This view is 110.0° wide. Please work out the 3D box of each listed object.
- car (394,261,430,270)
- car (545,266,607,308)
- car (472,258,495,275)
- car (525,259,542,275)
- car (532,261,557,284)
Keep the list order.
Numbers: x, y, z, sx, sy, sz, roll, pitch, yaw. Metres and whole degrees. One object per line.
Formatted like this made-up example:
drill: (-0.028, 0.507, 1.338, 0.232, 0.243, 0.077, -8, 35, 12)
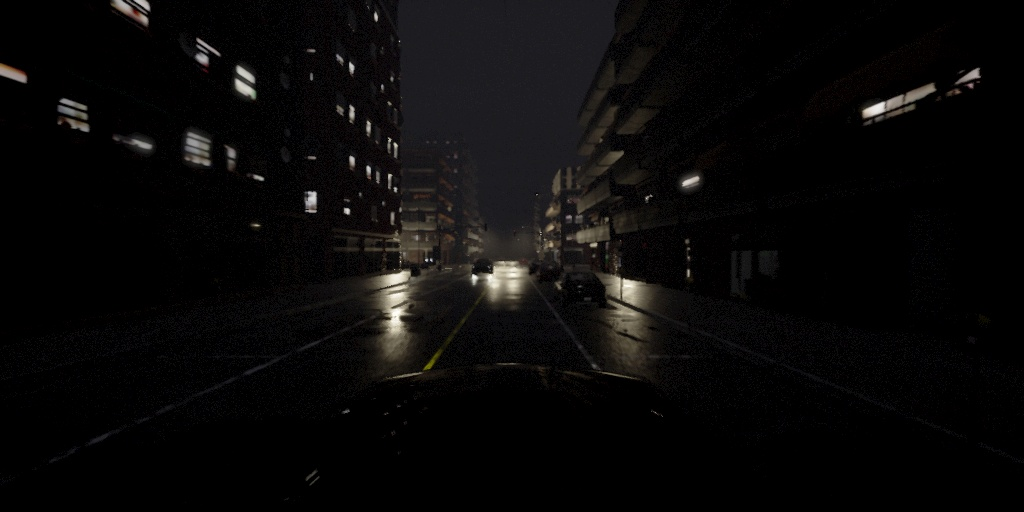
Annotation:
car: (-15.015, 1.422, 53.351, 5.357, 1.411, 2.033, 0, 1, 0)
car: (2.694, 1.286, 14.903, 2.007, 1.370, 4.403, 0, 0, 0)
car: (-3.038, 1.067, 38.236, 2.097, 1.767, 4.553, 0, 0, 1)
car: (2.699, 1.156, 37.643, 1.967, 1.591, 4.097, 0, 0, 0)
car: (2.696, 1.270, 26.274, 1.888, 1.381, 4.507, 0, 0, 0)
